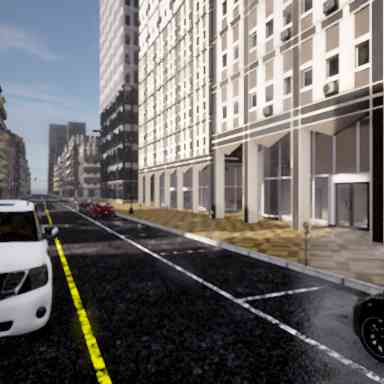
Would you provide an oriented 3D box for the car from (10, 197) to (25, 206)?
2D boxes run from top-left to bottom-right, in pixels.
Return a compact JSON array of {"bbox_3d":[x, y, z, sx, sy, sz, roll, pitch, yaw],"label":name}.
[{"bbox_3d":[-29.559,1.548,56.449,2.008,1.369,4.403,0,0,-24],"label":"car"}]

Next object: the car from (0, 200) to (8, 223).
[{"bbox_3d":[-15.509,1.433,25.607,1.967,1.590,4.097,0,0,-24],"label":"car"}]

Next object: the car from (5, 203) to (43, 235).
[{"bbox_3d":[-10.079,1.498,20.185,1.837,1.490,4.892,0,0,-24],"label":"car"}]

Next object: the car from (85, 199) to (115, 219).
[{"bbox_3d":[-7.882,1.535,29.081,1.887,1.381,4.507,0,0,-24],"label":"car"}]

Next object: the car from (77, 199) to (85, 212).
[{"bbox_3d":[-12.566,1.541,39.362,2.008,1.369,4.403,0,0,-24],"label":"car"}]

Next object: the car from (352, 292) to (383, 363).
[{"bbox_3d":[3.826,1.564,3.380,1.947,1.339,4.313,0,0,-24],"label":"car"}]

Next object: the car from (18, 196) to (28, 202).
[{"bbox_3d":[-37.301,1.588,73.323,1.802,1.307,4.206,0,0,-24],"label":"car"}]

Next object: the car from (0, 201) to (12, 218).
[{"bbox_3d":[-17.850,1.575,30.747,1.802,1.307,4.206,0,0,-24],"label":"car"}]

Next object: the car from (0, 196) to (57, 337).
[{"bbox_3d":[-3.970,1.219,6.526,2.150,2.045,5.566,0,0,-24],"label":"car"}]

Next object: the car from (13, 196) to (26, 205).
[{"bbox_3d":[-31.900,1.551,61.589,2.008,1.369,4.403,0,0,-24],"label":"car"}]
